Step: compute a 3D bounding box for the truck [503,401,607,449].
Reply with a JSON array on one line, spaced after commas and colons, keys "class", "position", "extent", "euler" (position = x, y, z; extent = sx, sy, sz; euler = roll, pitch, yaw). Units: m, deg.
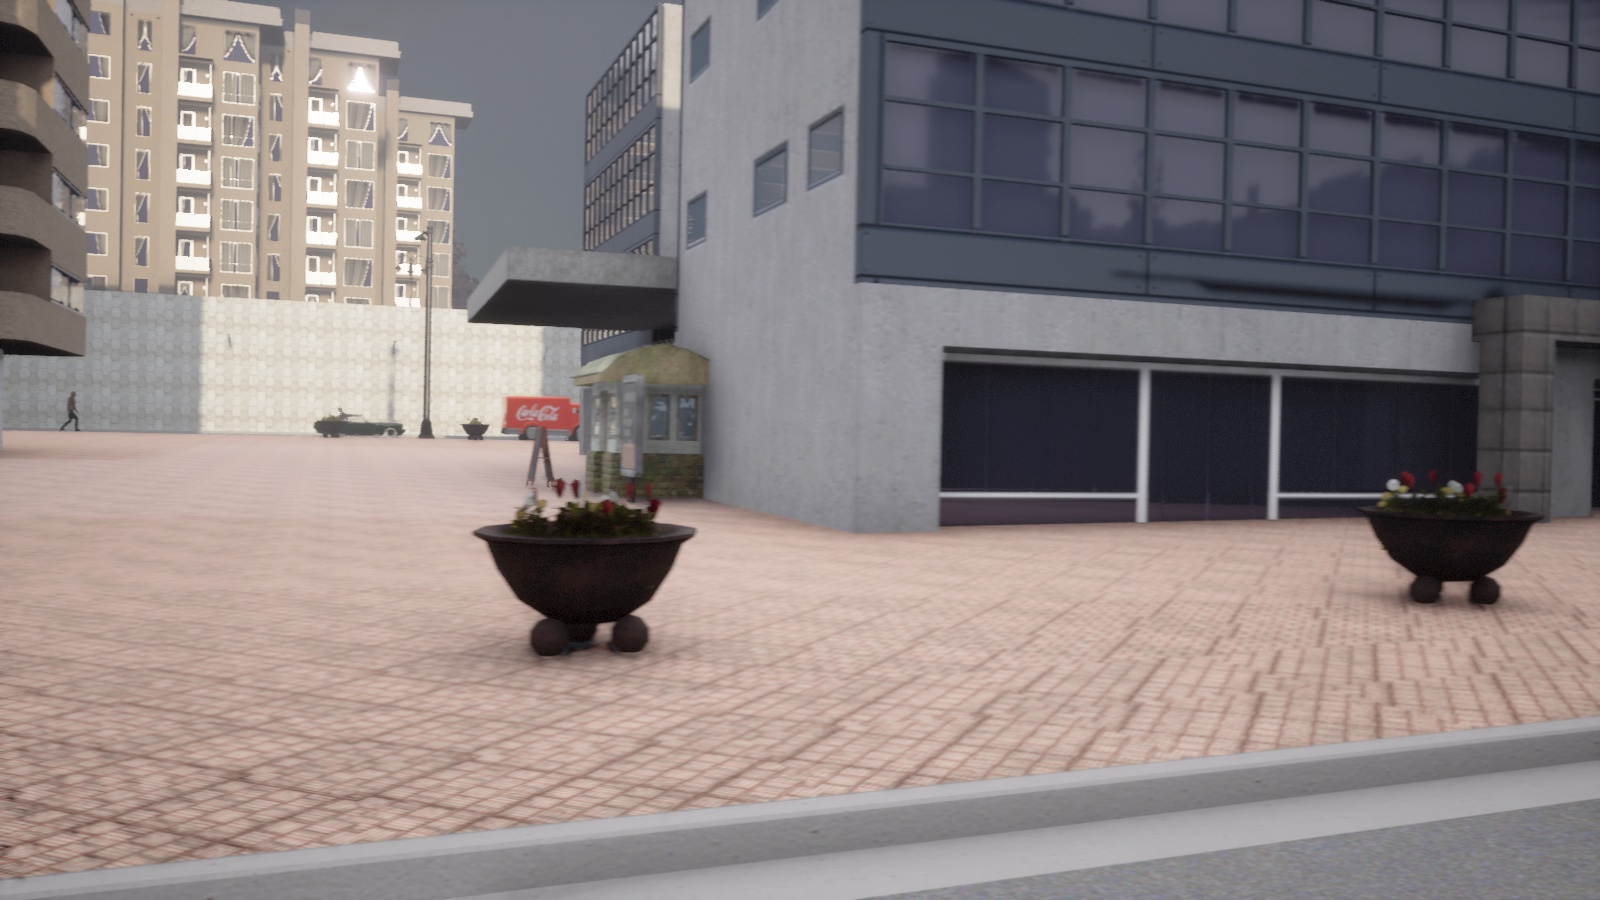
[{"class": "truck", "position": [-13.212, -1.326, 67.623], "extent": [5.204, 2.467, 2.627], "euler": [0, 1, -19]}]

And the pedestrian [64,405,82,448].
[{"class": "pedestrian", "position": [-31.600, -1.026, 54.572], "extent": [0.634, 1.846, 0.331], "euler": [0, 1, -22]}]

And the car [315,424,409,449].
[{"class": "car", "position": [-23.592, -0.740, 67.717], "extent": [4.718, 1.301, 1.895], "euler": [0, 1, -19]}]
